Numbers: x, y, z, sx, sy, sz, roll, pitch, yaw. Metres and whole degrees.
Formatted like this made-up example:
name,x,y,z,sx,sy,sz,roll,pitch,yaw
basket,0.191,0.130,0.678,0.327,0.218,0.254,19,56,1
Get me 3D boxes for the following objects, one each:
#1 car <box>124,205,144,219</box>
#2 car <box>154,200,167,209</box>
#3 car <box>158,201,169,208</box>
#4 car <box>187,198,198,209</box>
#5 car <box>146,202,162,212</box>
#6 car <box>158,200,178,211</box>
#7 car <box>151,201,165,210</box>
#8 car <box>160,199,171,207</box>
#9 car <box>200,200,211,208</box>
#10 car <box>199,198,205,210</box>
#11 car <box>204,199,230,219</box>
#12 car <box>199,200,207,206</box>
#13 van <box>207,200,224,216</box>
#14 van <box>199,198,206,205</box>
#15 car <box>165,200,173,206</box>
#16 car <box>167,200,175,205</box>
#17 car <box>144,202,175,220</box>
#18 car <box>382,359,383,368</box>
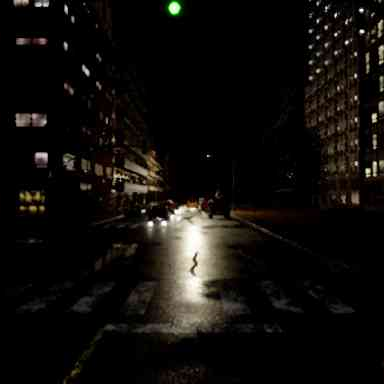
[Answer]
name,x,y,z,sx,sy,sz,roll,pitch,yaw
car,-5.689,1.978,33.509,2.008,1.369,4.403,0,-1,0
car,-5.687,2.244,61.141,1.967,1.590,4.097,0,-1,0
car,-5.686,2.463,66.666,1.802,1.307,4.206,0,-1,0
car,0.108,2.301,62.521,1.882,1.535,5.008,0,-1,0
car,-5.687,2.201,50.087,2.008,1.369,4.403,0,-1,0
car,-3.096,2.072,42.478,1.812,1.442,4.674,0,-1,0
car,-5.687,2.272,55.613,1.887,1.381,4.507,0,-1,0
car,-5.686,2.399,72.193,1.967,1.590,4.097,0,-1,0
car,2.694,2.425,66.665,1.887,1.381,4.507,0,-1,0
car,2.692,2.041,55.615,2.192,1.841,5.009,0,-1,0
car,2.690,1.742,33.512,2.192,1.841,5.009,0,-1,0
car,2.696,2.643,83.413,1.752,1.417,4.829,0,-1,0
van,2.690,1.841,39.037,1.690,1.788,3.998,0,-1,0
van,2.696,2.537,88.771,1.690,1.788,3.998,0,-1,0
car,-5.684,2.639,83.075,1.752,1.417,4.829,0,-1,0
car,-5.683,2.741,88.769,1.887,1.381,4.507,0,-1,0
car,-3.096,1.963,32.602,2.033,1.411,5.357,0,-1,0
car,2.687,1.543,1.269,1.752,1.417,4.829,0,-1,0
